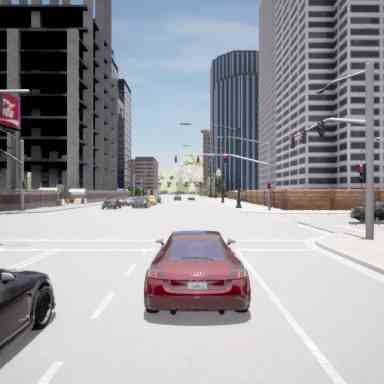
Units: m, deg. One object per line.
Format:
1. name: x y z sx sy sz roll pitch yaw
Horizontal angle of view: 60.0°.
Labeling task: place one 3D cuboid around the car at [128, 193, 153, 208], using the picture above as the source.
1. car: -7.159 1.352 47.018 2.097 1.767 4.553 0 0 0

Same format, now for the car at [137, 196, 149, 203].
1. car: -10.616 1.552 72.725 1.994 1.385 4.181 0 0 0

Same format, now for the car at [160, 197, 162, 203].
1. car: -7.106 1.505 66.552 1.837 1.490 4.892 0 0 0

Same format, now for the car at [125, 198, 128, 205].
1. car: -10.637 1.601 53.583 1.895 1.301 4.718 0 0 0

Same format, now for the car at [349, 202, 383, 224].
1. car: 13.903 1.505 23.849 4.892 1.490 1.837 0 0 0

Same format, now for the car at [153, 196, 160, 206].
1. car: -7.120 1.478 56.354 1.882 1.535 5.008 0 0 0

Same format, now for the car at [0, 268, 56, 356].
1. car: -3.413 1.564 4.244 1.994 1.385 4.181 0 0 0

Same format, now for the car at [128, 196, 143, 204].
1. car: -10.612 1.564 62.730 1.994 1.385 4.181 0 0 0

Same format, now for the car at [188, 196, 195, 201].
1. car: -0.135 1.595 84.240 1.895 1.301 4.718 0 0 0

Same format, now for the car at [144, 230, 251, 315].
1. car: 0.089 1.564 7.660 1.994 1.385 4.181 0 0 0

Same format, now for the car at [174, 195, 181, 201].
1. car: -3.635 1.525 84.205 2.128 1.511 4.902 0 0 0

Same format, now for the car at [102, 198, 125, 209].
1. car: -10.662 1.526 44.475 1.812 1.442 4.674 0 0 0
